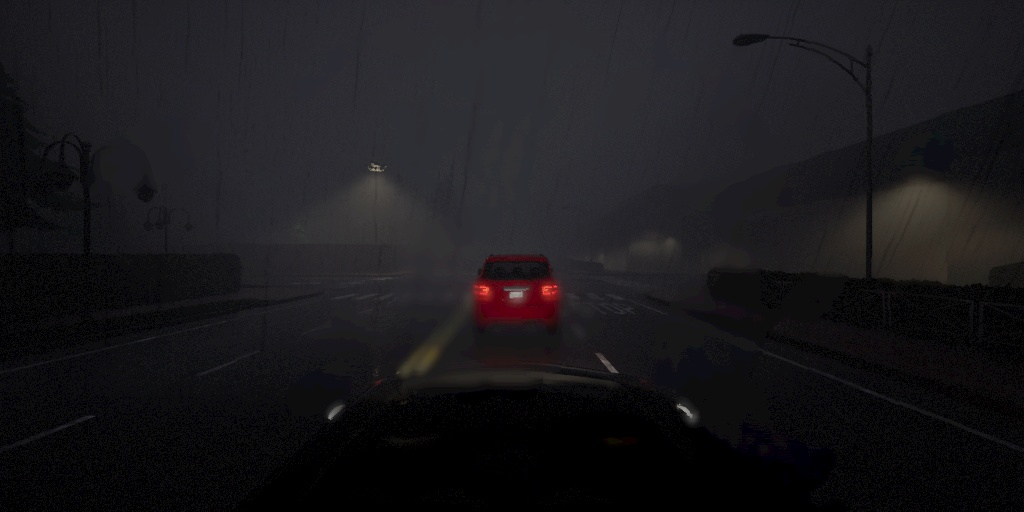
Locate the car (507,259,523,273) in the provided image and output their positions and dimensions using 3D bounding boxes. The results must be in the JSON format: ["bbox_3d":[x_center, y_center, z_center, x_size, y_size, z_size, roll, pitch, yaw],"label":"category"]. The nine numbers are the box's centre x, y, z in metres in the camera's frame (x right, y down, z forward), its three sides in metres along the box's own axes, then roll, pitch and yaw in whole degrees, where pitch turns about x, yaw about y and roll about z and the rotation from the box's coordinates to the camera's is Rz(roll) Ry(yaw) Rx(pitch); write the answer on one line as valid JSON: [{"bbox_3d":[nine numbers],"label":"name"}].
[{"bbox_3d":[0.353,1.228,45.586,1.882,1.535,5.008,0,0,1],"label":"car"}]

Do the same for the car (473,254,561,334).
[{"bbox_3d":[0.121,0.971,10.734,2.150,2.045,5.566,0,0,0],"label":"car"}]
